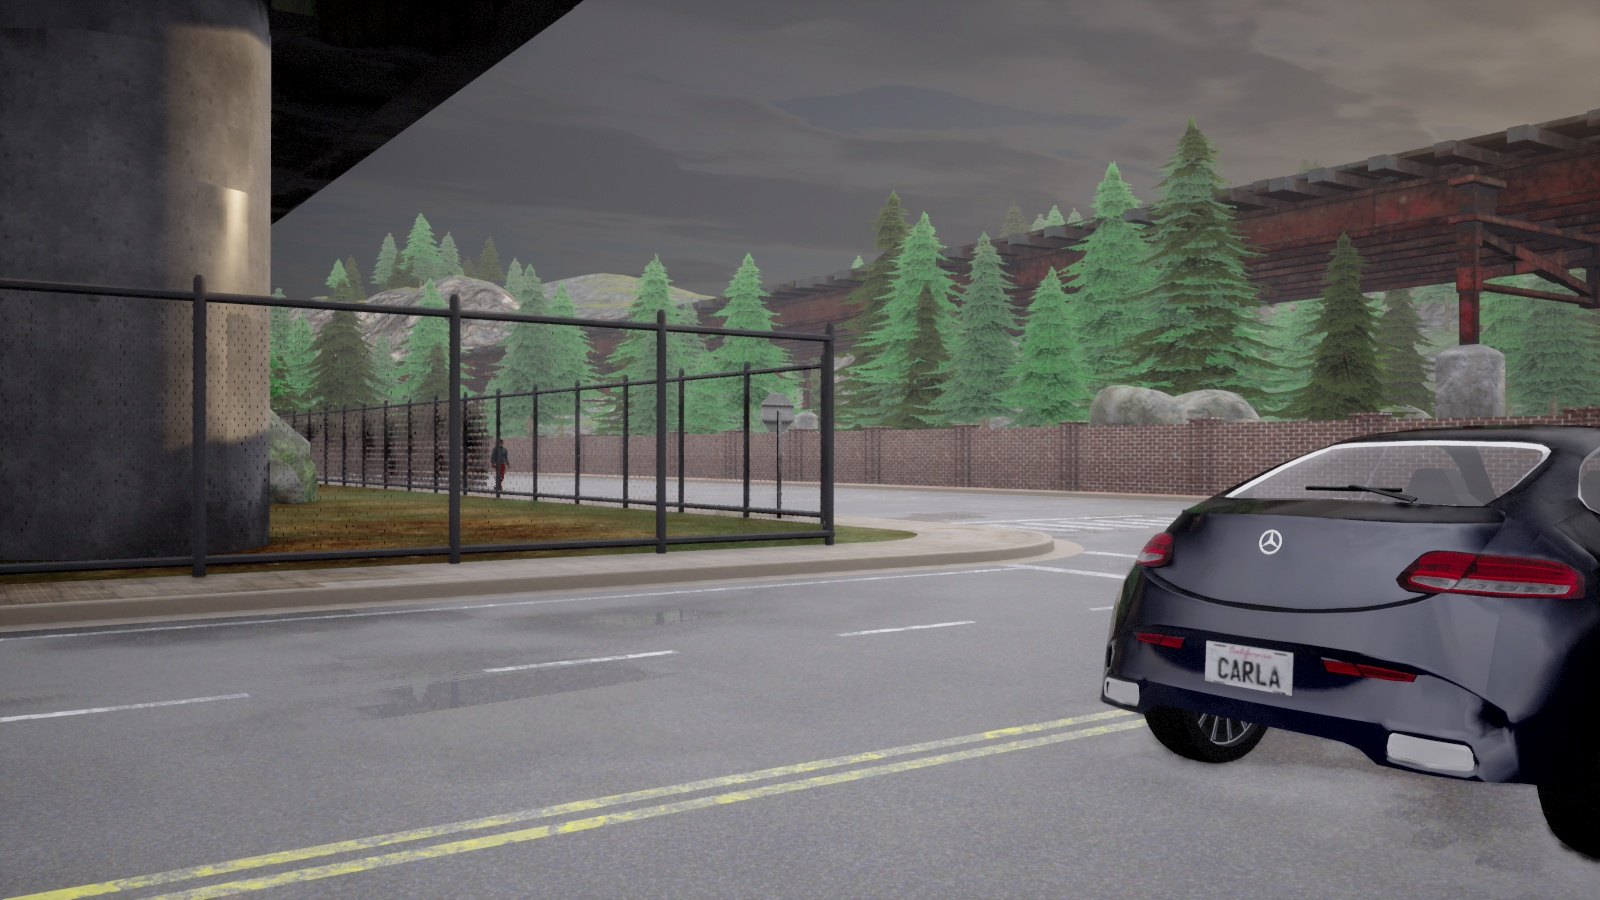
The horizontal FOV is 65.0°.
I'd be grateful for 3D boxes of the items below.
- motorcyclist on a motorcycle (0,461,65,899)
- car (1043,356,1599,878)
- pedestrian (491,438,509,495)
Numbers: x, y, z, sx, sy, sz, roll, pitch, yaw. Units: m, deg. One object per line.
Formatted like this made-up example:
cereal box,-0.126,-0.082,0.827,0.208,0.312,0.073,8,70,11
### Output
motorcyclist on a motorcycle,-2.448,0.790,1.955,2.191,1.530,0.866,0,0,-35
car,3.789,0.531,6.297,5.027,1.651,2.152,0,0,-35
pedestrian,-9.807,0.525,41.059,0.353,1.847,0.614,0,0,-36
